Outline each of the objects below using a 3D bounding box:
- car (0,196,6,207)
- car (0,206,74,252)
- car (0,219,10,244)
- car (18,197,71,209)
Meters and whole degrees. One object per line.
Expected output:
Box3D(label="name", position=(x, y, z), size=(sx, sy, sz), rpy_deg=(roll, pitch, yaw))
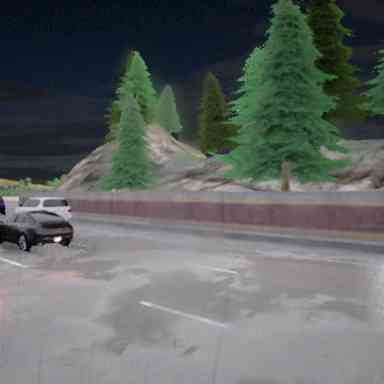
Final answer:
Box3D(label="car", position=(-21.418, 1.418, 35.581), size=(2.150, 2.045, 5.566), rpy_deg=(0, 0, -37))
Box3D(label="car", position=(-6.997, 1.588, 14.506), size=(4.892, 1.490, 1.837), rpy_deg=(0, 0, 42))
Box3D(label="car", position=(-7.637, 1.582, 10.394), size=(4.674, 1.442, 1.812), rpy_deg=(0, 0, 41))
Box3D(label="car", position=(-10.098, 1.353, 22.360), size=(2.150, 2.045, 5.566), rpy_deg=(0, 0, -45))
